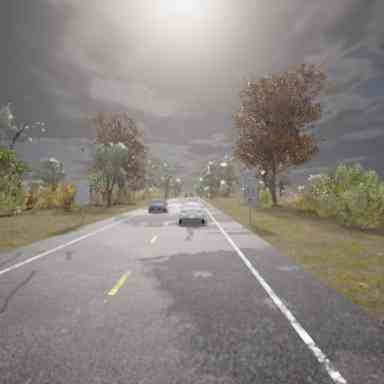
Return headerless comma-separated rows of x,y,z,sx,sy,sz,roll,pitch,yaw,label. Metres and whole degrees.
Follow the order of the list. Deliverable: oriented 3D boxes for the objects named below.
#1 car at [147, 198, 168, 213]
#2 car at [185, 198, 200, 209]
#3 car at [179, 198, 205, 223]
-3.559,1.412,35.506,1.837,1.490,4.892,0,0,0,car
0.032,1.497,44.012,1.895,1.301,4.718,0,0,0,car
-0.004,1.448,24.785,1.812,1.442,4.674,0,0,0,car
